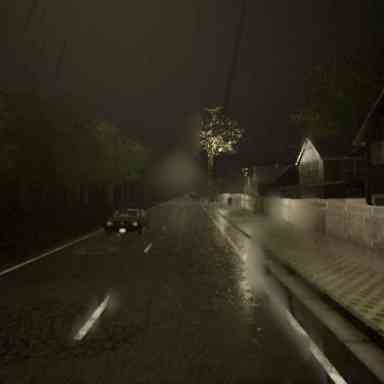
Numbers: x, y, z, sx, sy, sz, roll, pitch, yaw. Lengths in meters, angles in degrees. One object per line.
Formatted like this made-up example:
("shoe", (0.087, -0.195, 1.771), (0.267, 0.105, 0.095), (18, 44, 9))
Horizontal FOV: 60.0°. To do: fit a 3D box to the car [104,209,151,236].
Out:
("car", (-3.403, 1.590, 18.501), (1.895, 1.301, 4.718), (0, 0, 0))
